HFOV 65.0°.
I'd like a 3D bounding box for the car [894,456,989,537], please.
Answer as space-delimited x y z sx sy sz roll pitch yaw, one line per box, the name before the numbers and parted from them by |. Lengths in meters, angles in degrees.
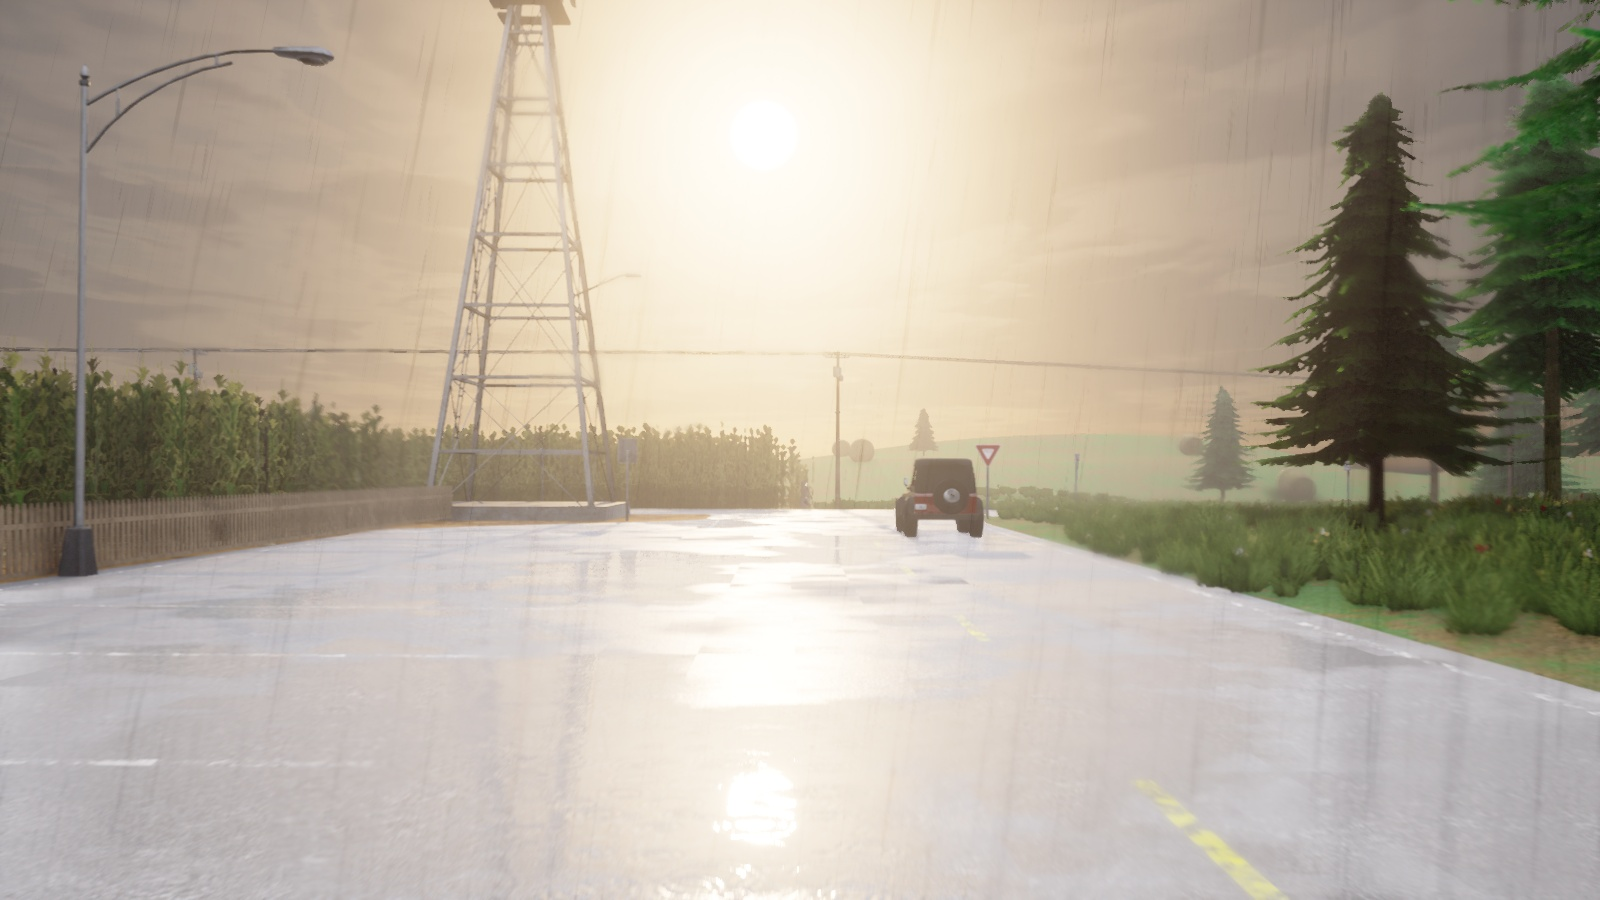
car | 3.424 1.117 31.091 1.905 1.878 3.866 0 -1 0
